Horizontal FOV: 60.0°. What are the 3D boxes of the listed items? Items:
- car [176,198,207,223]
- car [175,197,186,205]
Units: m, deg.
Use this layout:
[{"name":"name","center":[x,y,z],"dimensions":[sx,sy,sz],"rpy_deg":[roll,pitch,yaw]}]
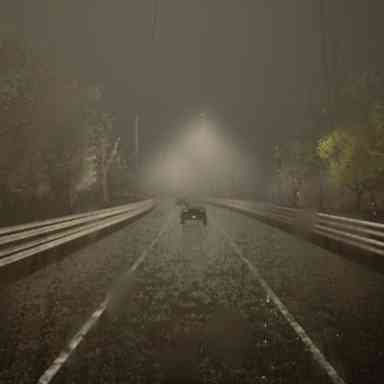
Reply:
[{"name":"car","center":[0.095,1.496,25.303],"dimensions":[2.128,1.511,4.902],"rpy_deg":[0,0,-1]},{"name":"car","center":[-1.619,1.529,54.512],"dimensions":[1.994,1.385,4.181],"rpy_deg":[0,0,-6]}]
